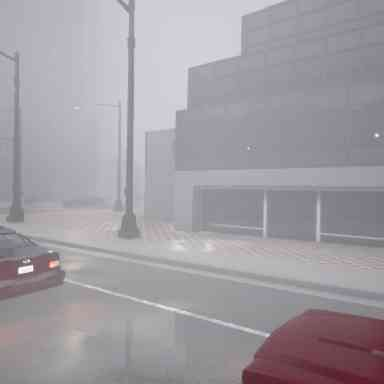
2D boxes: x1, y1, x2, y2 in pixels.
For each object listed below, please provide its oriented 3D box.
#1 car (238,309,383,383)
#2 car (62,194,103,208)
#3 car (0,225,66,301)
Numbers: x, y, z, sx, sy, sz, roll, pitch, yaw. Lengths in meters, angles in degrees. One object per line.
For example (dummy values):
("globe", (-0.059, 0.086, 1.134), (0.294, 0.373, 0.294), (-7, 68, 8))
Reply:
("car", (2.651, 1.602, 2.103), (4.718, 1.301, 1.895), (0, 0, 35))
("car", (-12.726, 1.013, 38.905), (1.882, 1.535, 5.008), (1, 1, 36))
("car", (-5.150, 1.461, 7.669), (5.357, 1.411, 2.033), (1, 0, 35))
